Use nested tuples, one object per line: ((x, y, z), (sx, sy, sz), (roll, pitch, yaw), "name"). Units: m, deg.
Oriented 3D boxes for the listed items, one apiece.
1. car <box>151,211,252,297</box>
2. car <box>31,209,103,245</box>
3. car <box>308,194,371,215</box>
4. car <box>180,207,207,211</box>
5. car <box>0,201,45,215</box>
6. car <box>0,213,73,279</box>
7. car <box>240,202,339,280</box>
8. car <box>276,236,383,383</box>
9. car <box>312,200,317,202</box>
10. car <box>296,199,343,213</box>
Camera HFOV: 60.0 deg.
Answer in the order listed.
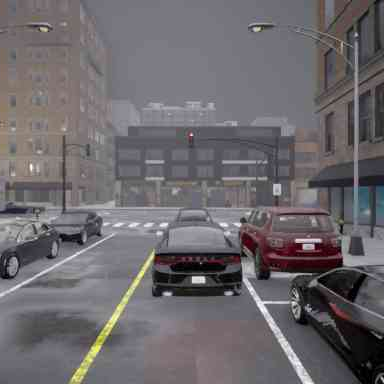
((0.061, 1.477, 8.649), (1.882, 1.535, 5.008), (0, 0, -1), "car")
((-5.411, 1.565, 15.531), (1.947, 1.339, 4.313), (0, 0, 0), "car")
((15.248, 1.305, 34.654), (5.566, 2.045, 2.150), (0, 0, 0), "car")
((0.057, 1.504, 16.202), (1.837, 1.490, 4.892), (0, 0, 0), "car")
((-16.210, 1.529, 31.014), (4.718, 1.301, 1.895), (0, 0, 0), "car")
((-5.403, 1.550, 9.869), (2.008, 1.369, 4.403), (0, 0, 0), "car")
((2.622, 1.314, 9.880), (2.192, 1.841, 5.009), (0, 0, 0), "car")
((2.630, 1.566, 4.218), (1.947, 1.339, 4.313), (0, 0, 0), "car")
((13.180, 1.550, 31.190), (5.008, 1.535, 1.882), (0, 0, 0), "car")
((14.436, 1.605, 37.881), (4.674, 1.442, 1.812), (0, 0, 0), "car")
